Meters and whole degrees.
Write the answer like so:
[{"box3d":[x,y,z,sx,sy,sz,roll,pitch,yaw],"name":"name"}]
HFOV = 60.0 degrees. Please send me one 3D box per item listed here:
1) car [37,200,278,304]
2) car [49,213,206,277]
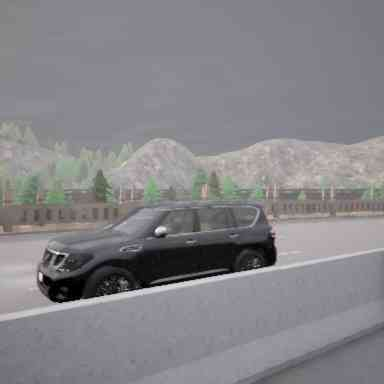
[{"box3d":[-0.489,1.221,7.696,5.566,2.045,2.150,0,0,-33],"name":"car"},{"box3d":[-1.985,1.526,10.827,4.674,1.442,1.812,0,0,-33],"name":"car"}]
